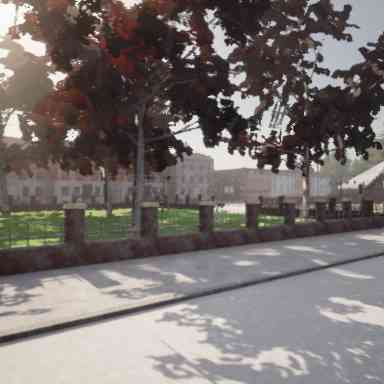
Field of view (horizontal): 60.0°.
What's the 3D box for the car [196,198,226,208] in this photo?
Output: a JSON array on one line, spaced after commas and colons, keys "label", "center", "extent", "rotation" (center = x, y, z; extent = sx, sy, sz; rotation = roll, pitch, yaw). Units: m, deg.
[{"label": "car", "center": [2.644, 1.580, 49.267], "extent": [2.033, 1.411, 5.357], "rotation": [0, 0, -35]}]
